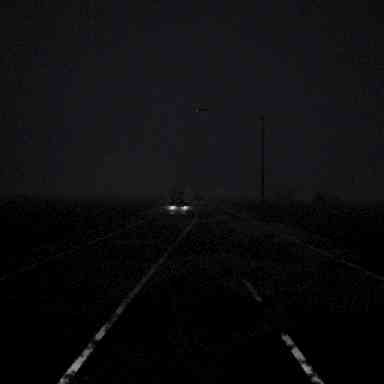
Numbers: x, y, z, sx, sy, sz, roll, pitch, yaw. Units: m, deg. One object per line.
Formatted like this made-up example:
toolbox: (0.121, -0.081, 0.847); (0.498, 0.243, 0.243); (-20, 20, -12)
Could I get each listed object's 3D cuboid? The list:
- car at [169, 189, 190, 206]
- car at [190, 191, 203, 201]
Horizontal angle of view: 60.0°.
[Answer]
car: (-1.795, 0.730, 44.727); (2.150, 2.045, 5.566); (0, 1, -2)
car: (1.078, 0.833, 61.674); (2.128, 1.511, 4.902); (0, 1, -2)
